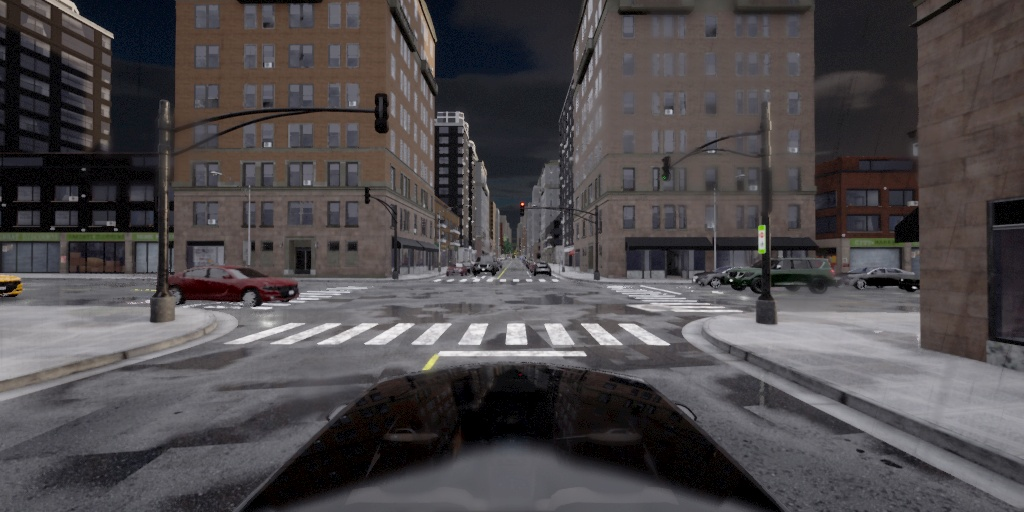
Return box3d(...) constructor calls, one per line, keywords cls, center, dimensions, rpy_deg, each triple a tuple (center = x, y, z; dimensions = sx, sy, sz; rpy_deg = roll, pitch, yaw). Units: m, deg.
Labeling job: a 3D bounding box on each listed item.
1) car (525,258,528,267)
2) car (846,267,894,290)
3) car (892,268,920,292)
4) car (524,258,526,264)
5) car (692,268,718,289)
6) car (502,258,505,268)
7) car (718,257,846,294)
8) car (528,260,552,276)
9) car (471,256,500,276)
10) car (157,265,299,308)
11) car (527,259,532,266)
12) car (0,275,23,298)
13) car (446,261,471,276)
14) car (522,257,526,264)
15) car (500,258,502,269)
box3d(cls="car", center=(3.118, 1.298, 47.299), dimensions=(2.007, 1.370, 4.403), rpy_deg=(0, 0, 1))
box3d(cls="car", center=(24.238, 1.461, 24.200), dimensions=(4.902, 1.511, 2.128), rpy_deg=(0, -1, 0))
box3d(cls="car", center=(25.724, 1.548, 20.943), dimensions=(4.718, 1.301, 1.895), rpy_deg=(0, -1, 0))
box3d(cls="car", center=(3.188, 1.291, 52.829), dimensions=(1.888, 1.381, 4.507), rpy_deg=(0, 0, 1))
box3d(cls="car", center=(14.833, 1.399, 24.260), dimensions=(4.902, 1.511, 2.128), rpy_deg=(0, -1, 2))
box3d(cls="car", center=(-2.502, 1.347, 58.192), dimensions=(1.895, 1.301, 4.718), rpy_deg=(0, 0, 1))
box3d(cls="car", center=(15.622, 1.103, 21.013), dimensions=(5.566, 2.045, 2.150), rpy_deg=(0, -1, 0))
box3d(cls="car", center=(2.979, 1.315, 36.238), dimensions=(1.948, 1.339, 4.313), rpy_deg=(0, 0, 1))
box3d(cls="car", center=(-2.770, 0.972, 37.848), dimensions=(2.150, 2.045, 5.566), rpy_deg=(0, 0, 1))
box3d(cls="car", center=(-11.031, 1.116, 14.109), dimensions=(5.008, 1.535, 1.882), rpy_deg=(1, -1, 5))
box3d(cls="car", center=(3.048, 1.293, 41.769), dimensions=(1.888, 1.381, 4.507), rpy_deg=(0, 0, 1))
box3d(cls="car", center=(-23.160, 1.018, 14.569), dimensions=(5.008, 1.535, 1.882), rpy_deg=(1, -1, 0))
box3d(cls="car", center=(-5.547, 1.332, 36.342), dimensions=(1.802, 1.307, 4.207), rpy_deg=(0, 0, 1))
box3d(cls="car", center=(3.328, 1.309, 63.890), dimensions=(1.948, 1.339, 4.313), rpy_deg=(0, 0, 1))
box3d(cls="car", center=(-2.643, 1.253, 47.936), dimensions=(1.837, 1.490, 4.892), rpy_deg=(0, 0, 1))
